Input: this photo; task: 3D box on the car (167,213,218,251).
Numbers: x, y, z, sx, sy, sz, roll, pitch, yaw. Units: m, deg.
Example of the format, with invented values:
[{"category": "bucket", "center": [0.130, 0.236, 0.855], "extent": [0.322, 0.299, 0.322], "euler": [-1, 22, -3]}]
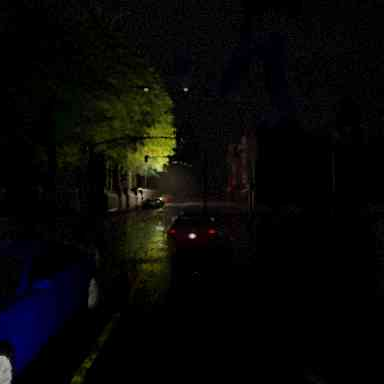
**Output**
[{"category": "car", "center": [0.029, 1.563, 14.042], "extent": [1.994, 1.385, 4.181], "euler": [0, 0, 0]}]

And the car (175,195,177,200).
[{"category": "car", "center": [-5.810, 1.576, 88.452], "extent": [1.967, 1.590, 4.097], "euler": [1, 0, 0]}]

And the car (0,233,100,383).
[{"category": "car", "center": [-2.831, 1.477, 4.874], "extent": [1.882, 1.535, 5.008], "euler": [0, 0, 0]}]

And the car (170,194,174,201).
[{"category": "car", "center": [-5.682, 1.387, 72.103], "extent": [2.192, 1.841, 5.009], "euler": [1, 0, 0]}]

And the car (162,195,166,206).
[{"category": "car", "center": [-5.520, 1.574, 50.302], "extent": [2.008, 1.369, 4.403], "euler": [1, 0, 0]}]

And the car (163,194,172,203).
[{"category": "car", "center": [-5.646, 1.638, 66.652], "extent": [1.802, 1.307, 4.206], "euler": [1, 0, 0]}]

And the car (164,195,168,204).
[{"category": "car", "center": [-5.562, 1.598, 55.752], "extent": [1.947, 1.339, 4.313], "euler": [1, 0, 0]}]

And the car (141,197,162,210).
[{"category": "car", "center": [-5.493, 1.565, 43.167], "extent": [2.008, 1.369, 4.403], "euler": [1, 0, 0]}]
